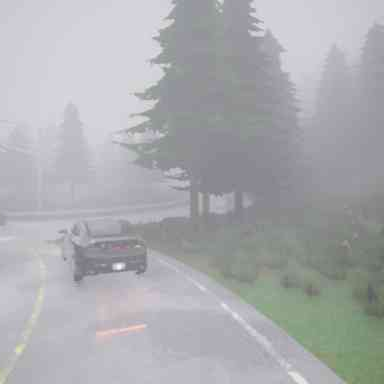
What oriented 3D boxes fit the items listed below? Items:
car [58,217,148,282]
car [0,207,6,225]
[{"bbox_3d":[-2.780,1.513,10.012,1.837,1.490,4.892,0,0,-26],"label":"car"},{"bbox_3d":[-14.837,1.391,22.680,4.553,1.767,2.097,0,0,30],"label":"car"}]
